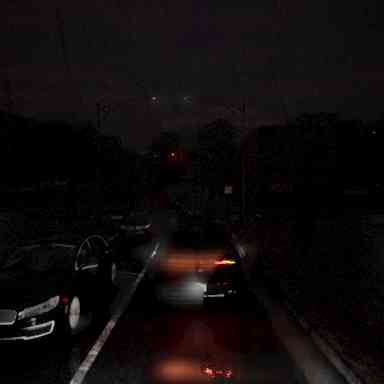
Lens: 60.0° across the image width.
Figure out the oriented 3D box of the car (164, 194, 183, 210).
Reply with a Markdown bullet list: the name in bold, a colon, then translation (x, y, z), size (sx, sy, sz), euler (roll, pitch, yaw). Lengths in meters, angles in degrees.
- **car**: translation (-2.627, 1.484, 44.209), size (1.967, 1.590, 4.097), euler (-2, 0, 0)

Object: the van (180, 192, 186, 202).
- **van**: translation (-2.606, 1.361, 66.365), size (1.690, 1.788, 3.998), euler (-1, 0, 0)

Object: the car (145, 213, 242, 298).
- **car**: translation (0.110, 1.502, 8.489), size (1.837, 1.490, 4.892), euler (0, 0, 0)

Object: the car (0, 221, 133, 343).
- **car**: translation (-2.654, 1.548, 6.537), size (2.008, 1.369, 4.403), euler (-2, 0, 0)

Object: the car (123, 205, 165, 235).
- **car**: translation (-2.644, 1.582, 17.431), size (1.802, 1.307, 4.206), euler (-2, 0, 0)

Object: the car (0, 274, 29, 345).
- **car**: translation (-2.658, 1.550, 1.088), size (2.008, 1.369, 4.403), euler (-2, 0, 0)

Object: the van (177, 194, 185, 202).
- **van**: translation (-2.595, 1.303, 77.445), size (1.690, 1.788, 3.998), euler (-1, 0, 0)

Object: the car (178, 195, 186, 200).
- **car**: translation (-2.578, 1.431, 88.529), size (2.008, 1.369, 4.403), euler (-1, 0, 0)

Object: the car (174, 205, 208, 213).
- **car**: translation (0.145, 1.602, 18.621), size (1.895, 1.301, 4.718), euler (0, 0, 1)

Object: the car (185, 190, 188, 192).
- **car**: translation (-2.576, 1.134, 94.078), size (2.192, 1.841, 5.009), euler (-1, 1, 0)

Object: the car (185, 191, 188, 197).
- **car**: translation (-2.602, 1.309, 71.908), size (2.192, 1.841, 5.009), euler (-1, 0, 0)
